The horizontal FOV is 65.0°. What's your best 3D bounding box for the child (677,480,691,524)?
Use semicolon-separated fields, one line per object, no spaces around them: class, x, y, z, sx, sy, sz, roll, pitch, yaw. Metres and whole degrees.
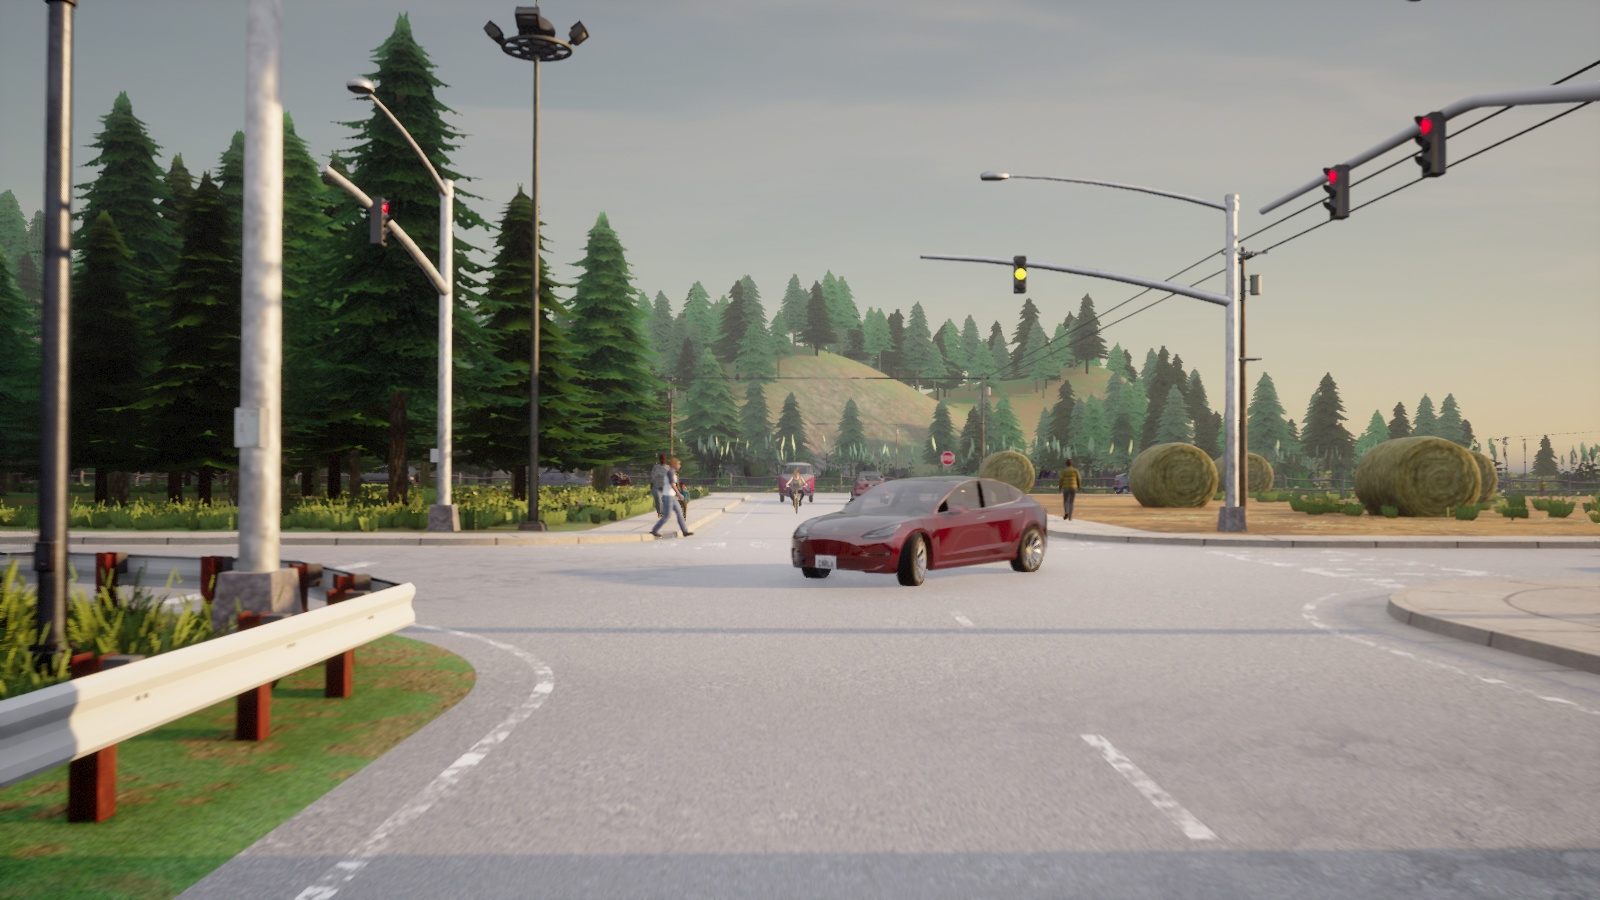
child;-3.209;1.440;34.716;0.343;1.192;0.448;0;-1;-1

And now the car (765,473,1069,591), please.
car;1.889;1.106;18.755;2.163;1.488;4.792;-1;-1;40

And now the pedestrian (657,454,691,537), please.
pedestrian;-2.806;1.015;28.009;0.706;1.836;0.354;0;-1;0

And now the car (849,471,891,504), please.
car;3.353;1.787;60.596;1.789;1.549;3.705;0;-1;0

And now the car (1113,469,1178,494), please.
car;22.016;2.002;80.136;3.705;1.549;1.789;0;-1;3

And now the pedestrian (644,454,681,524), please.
pedestrian;-3.698;1.047;33.836;0.874;1.855;0.900;0;-1;0

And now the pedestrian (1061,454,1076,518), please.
pedestrian;7.713;1.028;36.039;0.370;1.835;0.726;0;-1;8

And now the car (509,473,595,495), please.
car;-16.838;2.315;85.429;5.357;1.411;2.033;0;-1;3

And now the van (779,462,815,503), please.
van;-0.155;1.622;63.400;1.775;1.987;4.442;0;-1;0

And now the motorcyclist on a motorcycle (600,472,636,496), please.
motorcyclist on a motorcycle;-11.818;2.221;81.721;2.191;1.530;0.866;0;-1;3

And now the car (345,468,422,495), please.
car;-28.403;2.142;85.729;4.605;1.855;1.932;0;-1;1
